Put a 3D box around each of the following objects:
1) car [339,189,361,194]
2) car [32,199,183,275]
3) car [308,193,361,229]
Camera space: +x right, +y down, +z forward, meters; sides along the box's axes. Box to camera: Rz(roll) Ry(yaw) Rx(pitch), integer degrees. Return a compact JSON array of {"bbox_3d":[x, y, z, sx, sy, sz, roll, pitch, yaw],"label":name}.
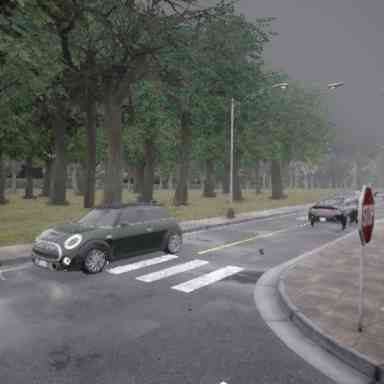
[{"bbox_3d":[14.559,0.590,31.115,2.097,1.767,4.553,1,2,39],"label":"car"},{"bbox_3d":[-2.360,1.165,10.136,2.097,1.767,4.553,1,2,39],"label":"car"},{"bbox_3d":[7.966,1.074,18.251,2.128,1.511,4.902,1,2,39],"label":"car"}]
